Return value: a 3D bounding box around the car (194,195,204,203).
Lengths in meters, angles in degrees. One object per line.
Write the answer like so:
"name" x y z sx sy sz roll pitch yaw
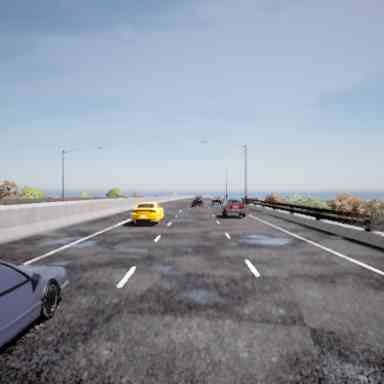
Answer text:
"car" 1.536 1.481 71.756 2.097 1.767 4.553 0 0 2

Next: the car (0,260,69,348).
"car" -3.388 1.547 4.230 2.033 1.411 5.357 0 0 0

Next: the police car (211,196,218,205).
"police car" 4.652 1.491 62.010 2.038 1.542 4.974 0 0 2

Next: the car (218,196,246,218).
"car" 3.791 1.346 30.745 2.033 1.649 4.856 0 0 1

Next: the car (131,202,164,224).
"car" -3.203 1.481 24.559 1.882 1.535 5.008 0 0 1

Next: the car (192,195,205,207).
"car" 0.979 1.578 53.806 1.837 1.490 4.892 0 0 2
